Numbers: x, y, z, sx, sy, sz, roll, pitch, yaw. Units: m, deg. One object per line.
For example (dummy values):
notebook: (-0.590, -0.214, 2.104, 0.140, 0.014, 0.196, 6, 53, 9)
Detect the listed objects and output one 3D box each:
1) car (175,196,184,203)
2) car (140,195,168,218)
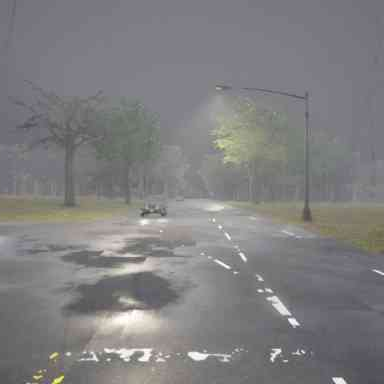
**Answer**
car: (-2.981, 1.757, 79.311, 1.837, 1.490, 4.892, 0, 0, 4)
car: (-3.458, 1.279, 31.343, 2.150, 2.045, 5.566, 0, 0, 0)
